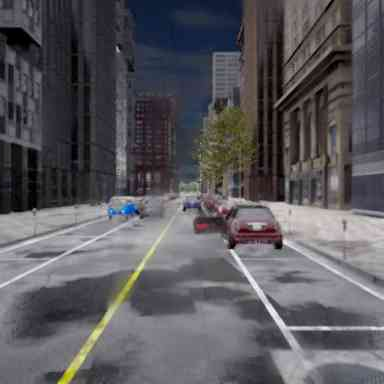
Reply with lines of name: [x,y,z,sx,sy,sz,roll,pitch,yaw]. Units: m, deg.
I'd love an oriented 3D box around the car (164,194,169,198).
car: [-5.690,1.456,60.921,1.802,1.307,4.206,0,0,0]

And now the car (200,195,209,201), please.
car: [2.827,1.438,77.829,1.947,1.339,4.313,0,0,0]

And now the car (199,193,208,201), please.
car: [2.825,1.193,83.469,2.192,1.841,5.009,0,0,0]

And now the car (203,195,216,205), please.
car: [2.837,1.320,55.272,1.967,1.590,4.097,0,0,0]

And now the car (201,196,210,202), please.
car: [2.830,1.450,72.191,1.802,1.307,4.206,0,0,0]

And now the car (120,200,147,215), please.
car: [-5.679,1.471,32.725,1.947,1.339,4.313,0,0,0]

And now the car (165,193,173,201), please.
car: [-5.695,1.393,72.028,1.752,1.417,4.829,0,0,0]

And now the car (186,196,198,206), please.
car: [-0.019,1.361,52.205,1.882,1.535,5.008,0,0,0]

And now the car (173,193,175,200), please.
car: [-5.698,1.187,77.836,2.192,1.841,5.009,0,0,0]

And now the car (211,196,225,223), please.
car: [2.849,1.357,27.074,1.967,1.590,4.097,0,0,0]

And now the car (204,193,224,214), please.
car: [2.844,1.213,38.354,2.192,1.841,5.009,0,0,0]

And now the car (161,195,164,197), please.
car: [-5.686,1.430,49.642,1.887,1.381,4.507,0,0,0]

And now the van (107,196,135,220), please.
van: [-5.676,1.257,27.086,1.690,1.788,3.998,0,0,0]

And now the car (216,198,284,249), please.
car: [2.383,1.302,14.347,2.097,1.767,4.553,0,0,0]

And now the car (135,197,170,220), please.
car: [-3.108,1.421,27.019,1.837,1.490,4.892,0,0,0]

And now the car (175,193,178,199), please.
car: [-5.702,1.198,89.114,2.192,1.841,5.009,0,0,0]

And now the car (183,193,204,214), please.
car: [0.038,1.249,38.568,2.097,1.767,4.553,0,0,0]

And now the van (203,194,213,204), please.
van: [2.835,1.216,60.912,1.690,1.788,3.998,0,0,0]

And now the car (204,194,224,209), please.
car: [2.842,1.207,43.992,2.192,1.841,5.009,0,0,0]
